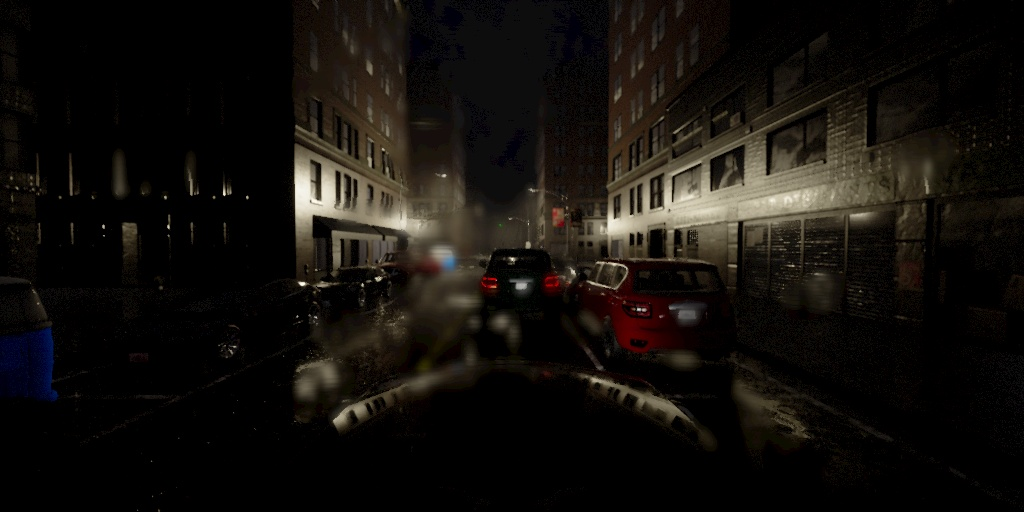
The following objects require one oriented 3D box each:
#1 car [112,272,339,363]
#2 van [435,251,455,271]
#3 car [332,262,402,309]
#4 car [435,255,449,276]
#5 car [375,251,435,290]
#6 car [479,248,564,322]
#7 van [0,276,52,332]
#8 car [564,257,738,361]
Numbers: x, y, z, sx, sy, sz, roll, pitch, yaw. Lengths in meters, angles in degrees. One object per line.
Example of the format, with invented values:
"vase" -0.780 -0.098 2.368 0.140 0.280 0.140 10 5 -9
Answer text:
"car" -5.858 1.177 7.816 1.948 1.339 4.313 0 0 0
"van" -5.861 0.441 30.154 1.690 1.789 3.998 0 0 0
"car" -5.859 1.049 13.401 1.948 1.339 4.313 0 0 0
"car" -5.861 0.773 24.570 1.888 1.381 4.507 0 0 0
"car" -5.860 0.670 18.984 2.192 1.841 5.009 0 0 0
"car" 0.145 0.753 11.381 2.150 2.045 5.566 0 2 -2
"van" -5.858 1.079 2.232 1.690 1.789 3.998 0 0 0
"car" 2.667 0.926 7.823 2.192 1.841 5.009 0 0 0
